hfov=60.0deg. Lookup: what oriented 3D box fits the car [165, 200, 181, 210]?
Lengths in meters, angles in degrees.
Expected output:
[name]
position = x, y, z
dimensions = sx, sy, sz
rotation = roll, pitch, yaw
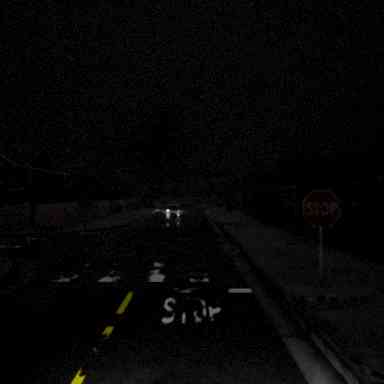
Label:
[car]
position = -2.704, 1.884, 48.172
dimensions = 1.812, 1.442, 4.674
rotation = 0, 1, -1
